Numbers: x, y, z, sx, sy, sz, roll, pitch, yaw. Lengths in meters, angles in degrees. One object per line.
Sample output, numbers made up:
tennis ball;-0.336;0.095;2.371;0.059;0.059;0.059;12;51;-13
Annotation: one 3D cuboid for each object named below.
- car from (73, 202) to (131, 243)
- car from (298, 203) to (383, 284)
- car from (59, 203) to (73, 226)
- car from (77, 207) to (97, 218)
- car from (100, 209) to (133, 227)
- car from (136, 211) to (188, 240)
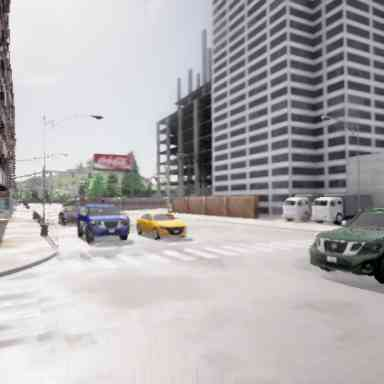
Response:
car;-5.406;1.741;19.776;2.150;2.045;5.566;0;-1;-27
car;6.243;1.478;10.280;5.566;2.045;2.150;0;-2;-27
car;-11.332;2.174;31.521;2.097;1.767;4.553;0;-1;-27
car;-14.588;2.828;45.906;1.895;1.301;4.718;0;-1;-27
car;-7.067;2.335;30.831;1.994;1.385;4.181;0;-1;-27
car;-1.983;1.990;20.766;1.882;1.535;5.008;0;-1;-27
